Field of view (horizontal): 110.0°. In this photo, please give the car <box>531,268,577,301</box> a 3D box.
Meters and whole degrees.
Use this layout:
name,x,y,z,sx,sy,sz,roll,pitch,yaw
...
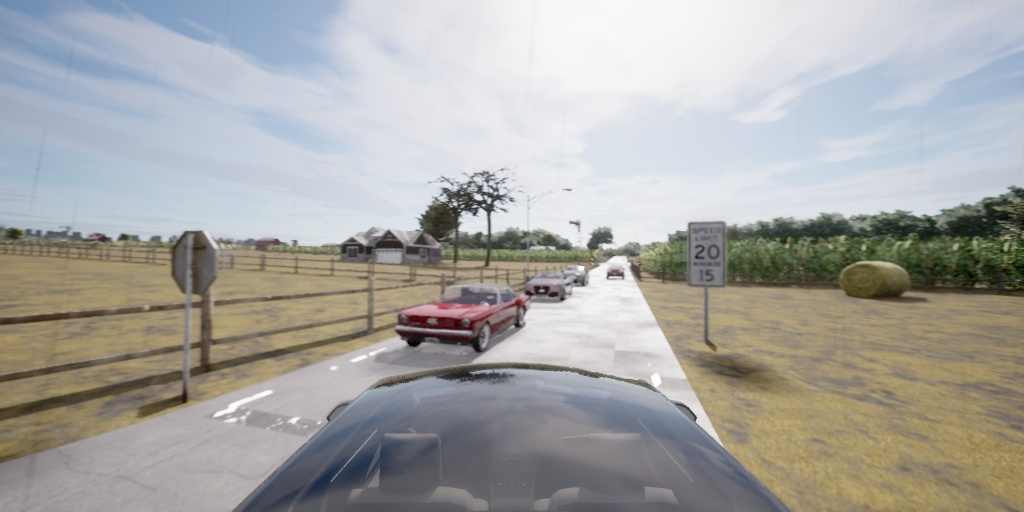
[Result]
name,x,y,z,sx,sy,sz,roll,pitch,yaw
car,2.009,1.501,18.944,1.994,1.385,4.181,0,-1,17

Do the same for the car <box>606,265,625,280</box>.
name,x,y,z,sx,sy,sz,roll,pitch,yaw
car,11.112,1.719,38.487,1.812,1.442,4.674,0,-1,17

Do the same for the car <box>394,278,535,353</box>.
name,x,y,z,sx,sy,sz,roll,pitch,yaw
car,-0.972,1.420,9.369,1.895,1.301,4.718,0,-1,17

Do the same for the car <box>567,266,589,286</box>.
name,x,y,z,sx,sy,sz,roll,pitch,yaw
car,5.135,1.550,28.968,2.128,1.511,4.902,0,-1,18
